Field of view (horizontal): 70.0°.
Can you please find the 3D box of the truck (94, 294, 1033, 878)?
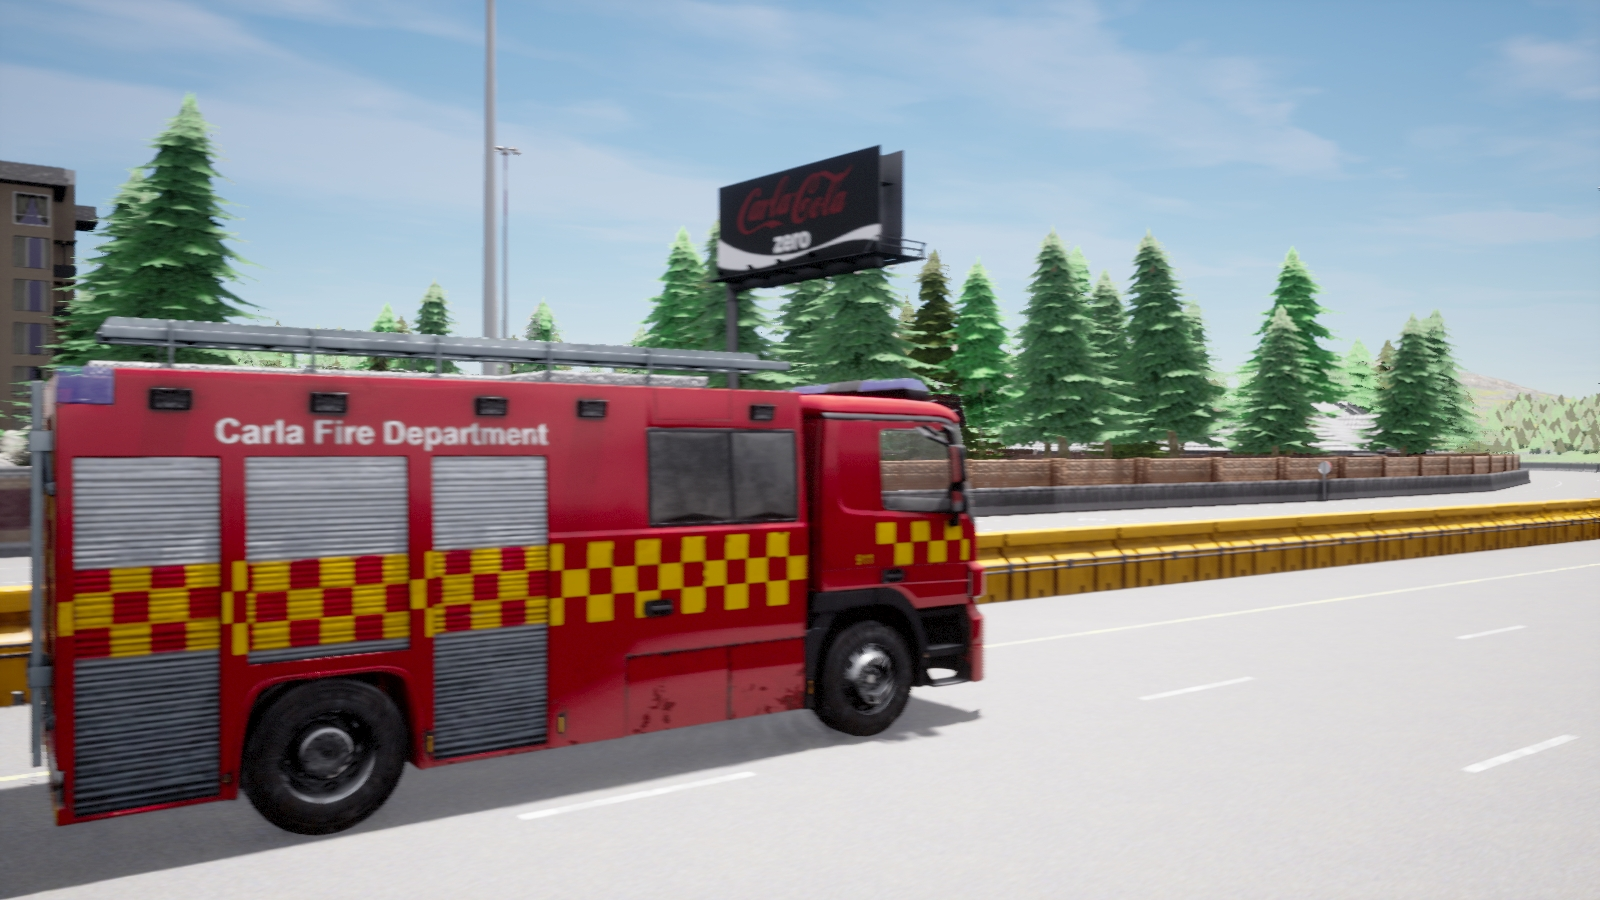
[{"bbox_3d":[-1.790,0.893,11.089,8.468,3.827,2.891,0,0,-35],"label":"truck"}]
